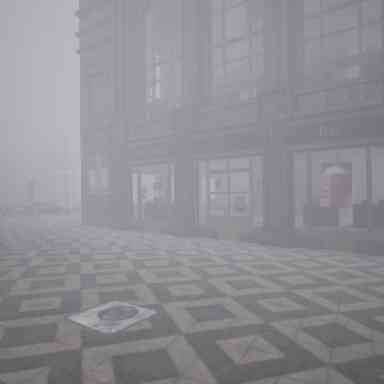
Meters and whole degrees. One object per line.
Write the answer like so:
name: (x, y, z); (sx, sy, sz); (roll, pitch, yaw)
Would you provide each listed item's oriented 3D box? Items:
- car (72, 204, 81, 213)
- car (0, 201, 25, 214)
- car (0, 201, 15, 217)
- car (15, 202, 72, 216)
car: (-10.811, 1.564, 36.571); (1.752, 1.417, 4.829); (-1, -1, 35)
car: (-21.123, 1.694, 36.759); (2.008, 1.369, 4.403); (-1, -1, 35)
car: (-17.464, 1.544, 27.181); (2.008, 1.369, 4.403); (-1, -1, 35)
car: (-14.185, 1.579, 31.807); (1.947, 1.339, 4.313); (-1, -1, 35)
